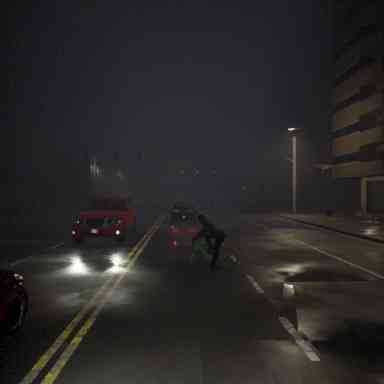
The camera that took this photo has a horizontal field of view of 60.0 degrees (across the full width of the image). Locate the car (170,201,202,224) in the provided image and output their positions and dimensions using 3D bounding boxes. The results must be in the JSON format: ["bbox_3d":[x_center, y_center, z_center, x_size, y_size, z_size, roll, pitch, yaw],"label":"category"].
[{"bbox_3d":[-0.635,1.493,25.015,2.128,1.511,4.902,0,0,-2],"label":"car"}]

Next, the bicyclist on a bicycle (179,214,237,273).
[{"bbox_3d":[0.442,1.455,9.400,1.656,1.620,0.582,-2,0,-2],"label":"bicyclist on a bicycle"}]

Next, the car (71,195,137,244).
[{"bbox_3d":[-4.048,1.218,16.322,2.150,2.045,5.566,0,0,-1],"label":"car"}]

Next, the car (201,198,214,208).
[{"bbox_3d":[2.151,1.547,48.476,2.033,1.411,5.357,0,0,-3],"label":"car"}]

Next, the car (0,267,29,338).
[{"bbox_3d":[-3.681,1.564,3.862,1.994,1.385,4.181,0,0,-2],"label":"car"}]

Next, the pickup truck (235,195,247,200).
[{"bbox_3d":[13.861,1.058,90.876,2.390,2.098,6.274,0,0,29],"label":"pickup truck"}]
